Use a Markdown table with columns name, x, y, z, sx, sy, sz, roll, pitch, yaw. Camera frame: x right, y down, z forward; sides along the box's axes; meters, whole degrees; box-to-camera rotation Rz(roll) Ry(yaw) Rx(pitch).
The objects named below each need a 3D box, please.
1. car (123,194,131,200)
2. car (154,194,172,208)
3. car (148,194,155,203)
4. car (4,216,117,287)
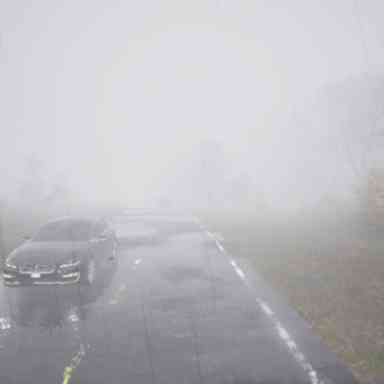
| name | x | y | z | sx | sy | sz | roll | pitch | yaw |
| --- | --- | --- | --- | --- | --- | --- | --- | --- | --- |
| car | -17.103 | 1.268 | 87.435 | 2.033 | 1.411 | 5.357 | 0 | 0 | -18 |
| car | -3.796 | 1.363 | 45.730 | 1.837 | 1.490 | 4.892 | 0 | 0 | -9 |
| car | -7.236 | 1.154 | 63.214 | 2.097 | 1.767 | 4.553 | 0 | 0 | -13 |
| car | -3.344 | 1.480 | 9.353 | 1.837 | 1.490 | 4.892 | 0 | 0 | -2 |
